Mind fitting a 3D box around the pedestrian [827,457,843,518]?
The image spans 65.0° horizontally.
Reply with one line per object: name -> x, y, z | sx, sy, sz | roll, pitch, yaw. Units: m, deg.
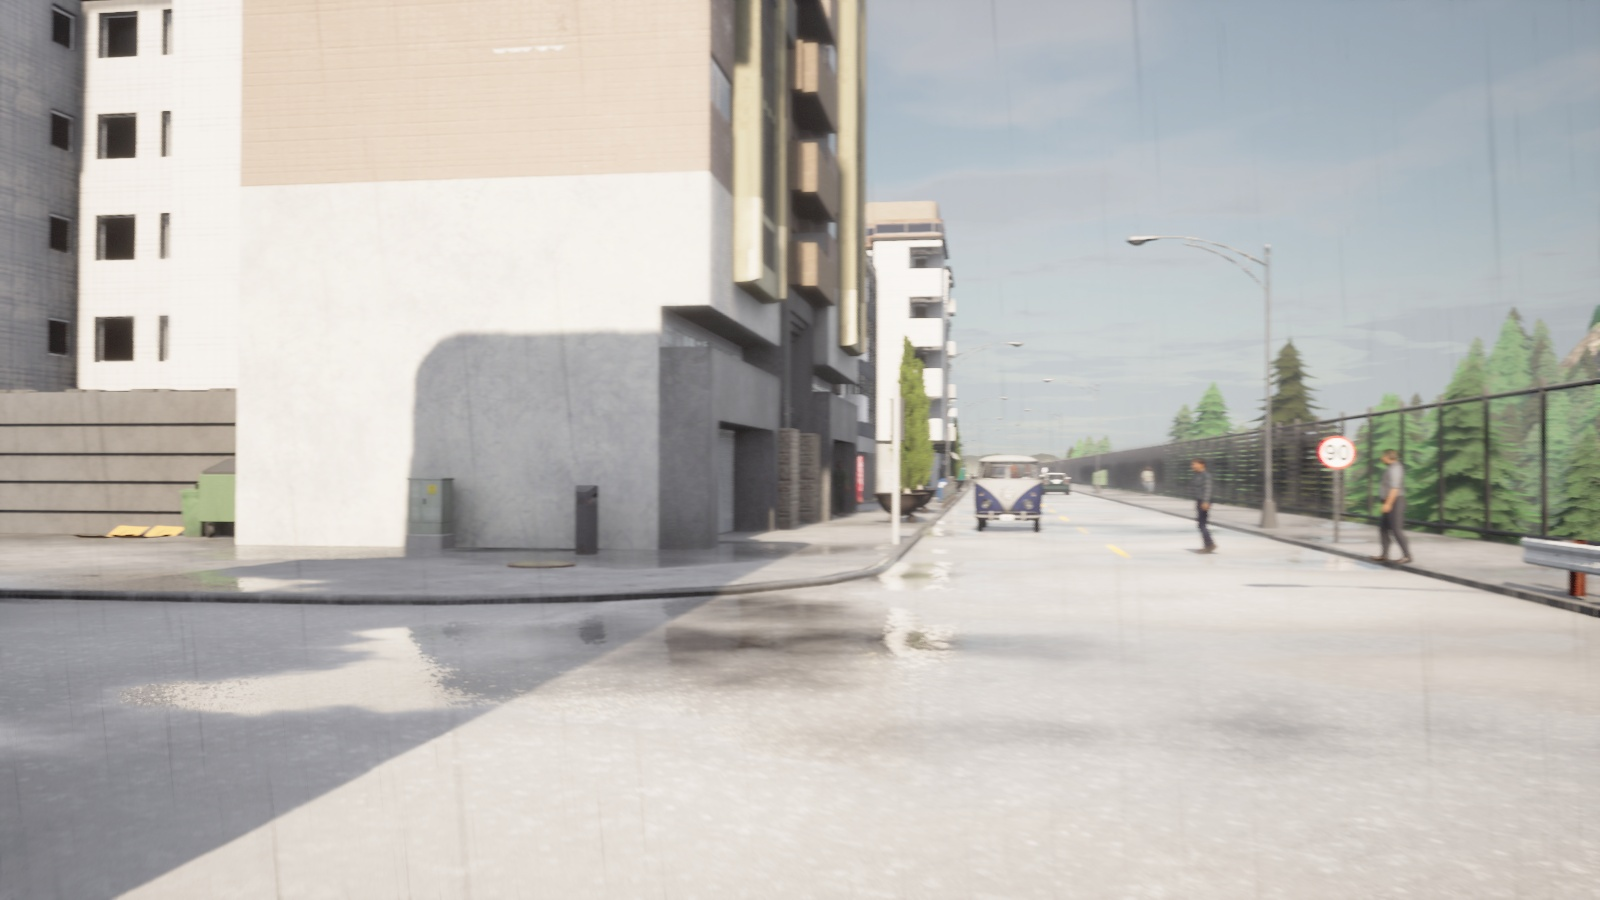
pedestrian -> 1.129, 1.198, 40.414 | 0.423, 1.949, 0.788 | 0, -1, 8

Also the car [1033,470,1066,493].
car -> 17.017, 2.133, 85.722 | 1.970, 1.475, 3.806 | 0, -1, 8

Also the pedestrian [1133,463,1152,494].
pedestrian -> 20.623, 1.689, 75.610 | 0.874, 1.855, 0.900 | 0, -1, -2

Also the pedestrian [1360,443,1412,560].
pedestrian -> 9.374, 0.814, 20.112 | 0.694, 1.848, 0.540 | -1, -1, 21

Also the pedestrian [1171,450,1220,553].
pedestrian -> 7.527, 0.980, 23.909 | 0.788, 1.949, 0.423 | 0, -1, 3

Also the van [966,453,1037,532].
van -> 5.501, 1.110, 33.934 | 1.775, 1.987, 4.442 | 0, -1, 11
